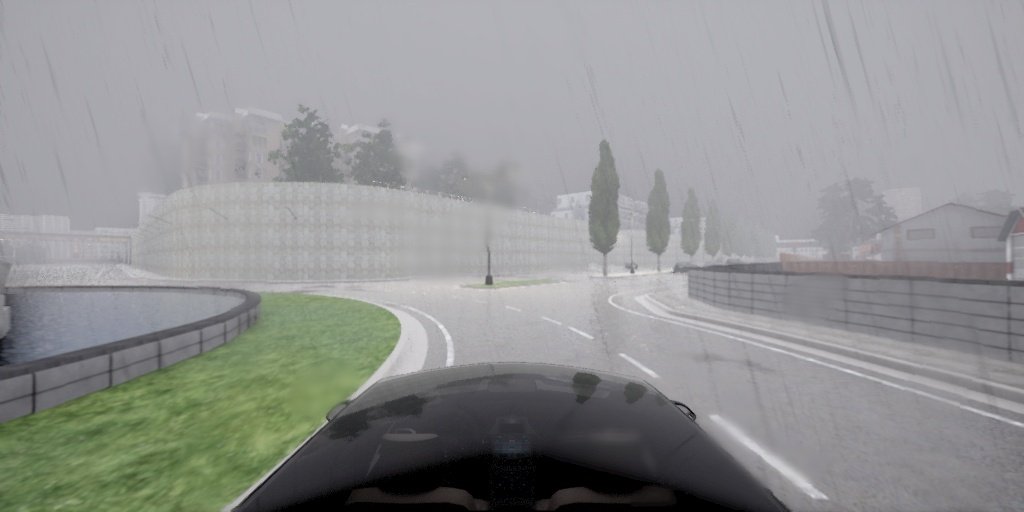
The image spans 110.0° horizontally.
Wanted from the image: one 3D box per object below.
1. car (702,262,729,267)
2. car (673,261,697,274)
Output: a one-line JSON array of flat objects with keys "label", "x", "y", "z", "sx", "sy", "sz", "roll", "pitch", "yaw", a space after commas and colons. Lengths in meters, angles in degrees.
[{"label": "car", "x": 26.130, "y": 1.755, "z": 46.304, "sx": 1.895, "sy": 1.301, "sz": 4.718, "roll": -1, "pitch": -1, "yaw": 42}, {"label": "car", "x": 23.608, "y": 1.529, "z": 48.734, "sx": 2.097, "sy": 1.767, "sz": 4.553, "roll": -1, "pitch": -1, "yaw": 42}]
